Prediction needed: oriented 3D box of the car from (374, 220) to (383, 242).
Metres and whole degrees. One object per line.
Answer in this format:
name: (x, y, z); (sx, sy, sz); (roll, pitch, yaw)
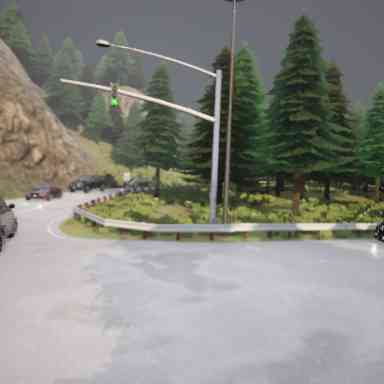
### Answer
car: (10.939, 1.617, 15.893); (4.553, 1.767, 2.097); (3, 0, -26)

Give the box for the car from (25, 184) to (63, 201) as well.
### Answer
car: (-13.117, -0.014, 29.710); (1.994, 1.385, 4.181); (3, 4, -1)

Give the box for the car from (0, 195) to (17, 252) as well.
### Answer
car: (-8.312, 1.076, 12.905); (2.150, 2.045, 5.566); (0, 2, -22)

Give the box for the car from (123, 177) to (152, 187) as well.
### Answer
car: (-7.932, -1.399, 48.391); (2.097, 1.767, 4.553); (2, 4, 33)

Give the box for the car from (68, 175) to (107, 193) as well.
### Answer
car: (-12.172, -1.000, 39.219); (2.150, 2.045, 5.566); (3, 4, 16)
